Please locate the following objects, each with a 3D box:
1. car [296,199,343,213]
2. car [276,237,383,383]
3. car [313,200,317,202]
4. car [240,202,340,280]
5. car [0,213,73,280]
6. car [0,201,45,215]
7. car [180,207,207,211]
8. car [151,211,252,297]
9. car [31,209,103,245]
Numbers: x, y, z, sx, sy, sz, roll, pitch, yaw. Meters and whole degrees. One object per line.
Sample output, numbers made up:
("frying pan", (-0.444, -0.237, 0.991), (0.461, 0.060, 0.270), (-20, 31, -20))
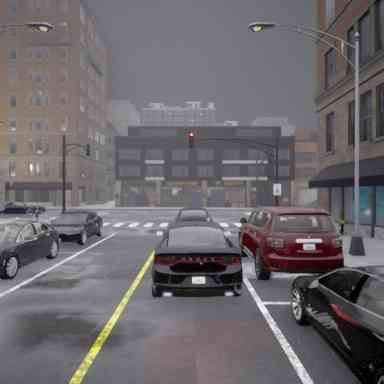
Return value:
("car", (14.447, 1.605, 37.836), (4.674, 1.442, 1.812), (0, 0, 0))
("car", (2.631, 1.566, 4.178), (1.947, 1.339, 4.313), (0, 0, 0))
("car", (15.258, 1.305, 34.610), (5.566, 2.045, 2.150), (0, 0, 0))
("car", (2.625, 1.314, 9.840), (2.192, 1.841, 5.009), (0, 0, 0))
("car", (-5.400, 1.550, 9.831), (2.008, 1.369, 4.403), (0, 0, 0))
("car", (-16.201, 1.529, 30.979), (4.718, 1.301, 1.895), (0, 0, 0))
("car", (0.062, 1.504, 16.162), (1.837, 1.490, 4.892), (0, 0, 0))
("car", (0.064, 1.477, 8.618), (1.882, 1.535, 5.008), (0, 0, -1))
("car", (-5.406, 1.565, 15.493), (1.947, 1.339, 4.313), (0, 0, 0))
